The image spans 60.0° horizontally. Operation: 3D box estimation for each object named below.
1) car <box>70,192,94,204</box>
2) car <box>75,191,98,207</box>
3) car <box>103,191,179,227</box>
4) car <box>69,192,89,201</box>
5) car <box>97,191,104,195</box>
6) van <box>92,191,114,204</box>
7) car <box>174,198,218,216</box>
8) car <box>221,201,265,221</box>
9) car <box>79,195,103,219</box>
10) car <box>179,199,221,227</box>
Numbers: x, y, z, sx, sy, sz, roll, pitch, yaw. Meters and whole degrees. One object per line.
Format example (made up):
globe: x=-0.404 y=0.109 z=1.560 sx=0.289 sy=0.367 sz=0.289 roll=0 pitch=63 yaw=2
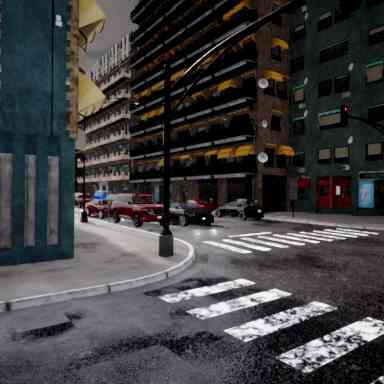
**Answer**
car: x=-15.652 y=0.823 z=47.192 sx=1.882 sy=1.535 sz=5.008 roll=1 pitch=0 yaw=-36
car: x=-12.085 y=0.948 z=36.906 sx=1.882 sy=1.535 sz=5.008 roll=1 pitch=0 yaw=-36
car: x=-3.252 y=1.034 z=20.288 sx=2.192 sy=1.841 sz=5.009 roll=2 pitch=0 yaw=-36
car: x=-19.304 y=0.769 z=56.760 sx=1.887 sy=1.381 sz=4.507 roll=2 pitch=0 yaw=-36
car: x=-6.054 y=0.971 z=28.557 sx=2.097 sy=1.767 sz=4.553 roll=1 pitch=0 yaw=-36
van: x=-12.769 y=0.726 z=47.735 sx=1.690 sy=1.788 sz=3.998 roll=2 pitch=0 yaw=-36
car: x=0.287 y=1.289 z=29.681 sx=1.802 sy=1.307 sz=4.206 roll=2 pitch=0 yaw=-36
car: x=3.553 y=1.353 z=25.168 sx=1.947 sy=1.339 sz=4.313 roll=2 pitch=0 yaw=-36
car: x=-6.524 y=1.183 z=24.801 sx=1.887 sy=1.381 sz=4.507 roll=2 pitch=0 yaw=-36
car: x=-0.473 y=1.321 z=20.833 sx=1.994 sy=1.385 sz=4.181 roll=1 pitch=0 yaw=-36
